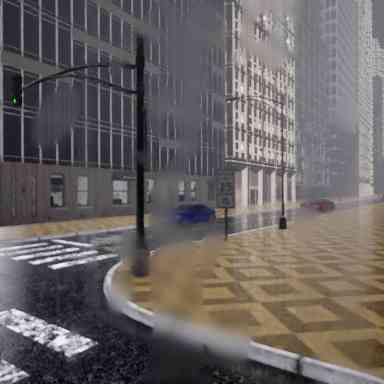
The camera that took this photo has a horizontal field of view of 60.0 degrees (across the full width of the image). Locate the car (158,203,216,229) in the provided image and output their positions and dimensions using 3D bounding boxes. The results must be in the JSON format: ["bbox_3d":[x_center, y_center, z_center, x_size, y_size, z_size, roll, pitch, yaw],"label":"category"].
[{"bbox_3d":[-0.174,1.485,21.702,1.812,1.442,4.674,0,0,36],"label":"car"}]

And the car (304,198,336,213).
[{"bbox_3d":[13.908,1.450,35.548,1.994,1.385,4.181,0,0,37],"label":"car"}]

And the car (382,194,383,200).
[{"bbox_3d":[48.241,1.028,81.930,2.097,1.767,4.553,0,0,37],"label":"car"}]

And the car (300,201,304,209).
[{"bbox_3d":[15.635,1.423,43.003,2.033,1.411,5.357,0,0,37],"label":"car"}]
